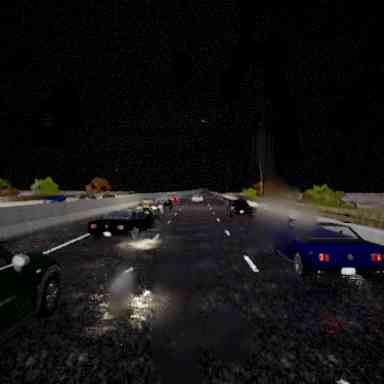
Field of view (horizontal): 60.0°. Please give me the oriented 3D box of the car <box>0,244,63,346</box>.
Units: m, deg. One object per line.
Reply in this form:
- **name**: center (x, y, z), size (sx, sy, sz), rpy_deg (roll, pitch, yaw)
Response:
- **car**: center (-3.494, 1.316, 4.479), size (2.097, 1.767, 4.553), rpy_deg (0, 0, 0)

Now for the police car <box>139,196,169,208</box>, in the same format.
- **police car**: center (-3.287, 1.311, 26.445), size (2.038, 1.542, 4.974), rpy_deg (0, 0, 1)

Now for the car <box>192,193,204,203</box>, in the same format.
- **car**: center (0.974, 1.213, 57.729), size (1.895, 1.301, 4.718), rpy_deg (0, 0, 2)

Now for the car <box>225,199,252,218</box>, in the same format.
- **car**: center (3.843, 1.326, 27.705), size (1.812, 1.442, 4.674), rpy_deg (0, 0, 1)

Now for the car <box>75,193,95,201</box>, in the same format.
- **car**: center (-16.735, 0.984, 52.648), size (2.097, 1.767, 4.553), rpy_deg (0, 0, 2)

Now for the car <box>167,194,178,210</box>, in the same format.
- **car**: center (-3.078, 1.228, 37.411), size (2.128, 1.511, 4.902), rpy_deg (0, 0, 1)

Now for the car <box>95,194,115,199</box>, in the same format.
- **car**: center (-13.245, 1.140, 52.401), size (1.837, 1.490, 4.892), rpy_deg (0, 0, 2)

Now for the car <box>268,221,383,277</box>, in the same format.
- **car**: center (3.639, 1.525, 9.910), size (1.895, 1.301, 4.718), rpy_deg (0, 0, 0)

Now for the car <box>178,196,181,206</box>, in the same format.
- **car**: center (-2.801, 1.020, 48.344), size (2.097, 1.767, 4.553), rpy_deg (0, 0, 2)

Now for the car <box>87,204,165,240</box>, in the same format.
- **car**: center (-3.061, 1.478, 16.203), size (1.895, 1.301, 4.718), rpy_deg (0, 0, 13)

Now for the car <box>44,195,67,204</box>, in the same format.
- **car**: center (-20.332, 1.174, 49.683), size (1.812, 1.442, 4.674), rpy_deg (0, 0, 2)

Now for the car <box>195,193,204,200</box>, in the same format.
- **car**: center (1.806, 1.013, 78.500), size (2.128, 1.511, 4.902), rpy_deg (0, 0, 2)
